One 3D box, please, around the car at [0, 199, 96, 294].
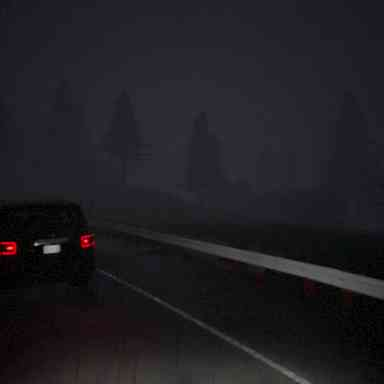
[{"bbox_3d":[-4.334,1.192,8.567,2.150,2.045,5.566,0,0,-37],"label":"car"}]
